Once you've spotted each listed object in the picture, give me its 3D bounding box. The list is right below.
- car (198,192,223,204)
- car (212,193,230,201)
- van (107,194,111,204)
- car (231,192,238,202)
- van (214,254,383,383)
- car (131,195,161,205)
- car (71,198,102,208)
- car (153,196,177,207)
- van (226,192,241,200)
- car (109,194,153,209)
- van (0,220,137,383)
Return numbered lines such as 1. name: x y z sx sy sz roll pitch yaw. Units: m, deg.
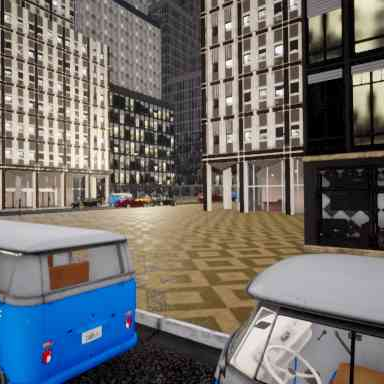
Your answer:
1. car: 2.939 0.907 52.549 2.192 1.841 5.009 0 0 36
2. car: 6.172 1.015 71.122 1.967 1.590 4.097 0 0 36
3. van: -10.510 1.134 48.382 1.690 1.788 3.998 0 0 36
4. car: 6.276 1.100 57.096 2.008 1.369 4.403 0 0 36
5. van: 1.930 1.341 1.510 3.998 1.788 1.690 0 -1 36
6. car: -7.273 1.277 52.793 1.752 1.417 4.829 0 0 36
7. car: -13.844 1.402 43.835 1.947 1.339 4.313 0 0 36
8. car: -3.729 1.229 43.458 2.008 1.369 4.403 0 0 36
9. van: 9.508 0.871 75.669 1.690 1.788 3.998 0 0 36
10. car: -7.064 1.266 38.912 1.887 1.381 4.507 0 0 36
11. van: -2.607 1.342 4.753 3.998 1.788 1.690 0 -1 36
